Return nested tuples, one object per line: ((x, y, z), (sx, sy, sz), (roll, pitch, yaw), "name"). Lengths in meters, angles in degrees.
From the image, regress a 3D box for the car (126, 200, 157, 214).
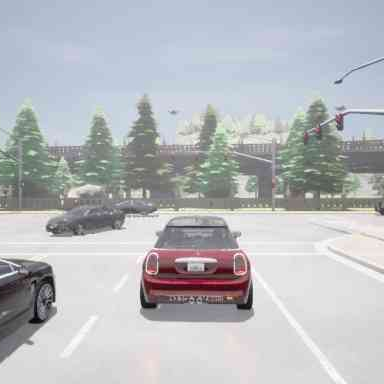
((-5.566, 1.439, 30.097), (4.902, 1.511, 2.128), (0, 0, 1), "car")

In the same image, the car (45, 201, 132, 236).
((-5.774, 1.488, 18.462), (1.837, 1.490, 4.892), (-2, -1, 28), "car")

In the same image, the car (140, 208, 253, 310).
((0.146, 1.352, 8.010), (2.097, 1.767, 4.553), (0, 0, 2), "car")

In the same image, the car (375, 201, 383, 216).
((19.465, 1.166, 29.714), (5.566, 2.045, 2.150), (0, 0, 1), "car")

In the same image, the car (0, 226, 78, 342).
((-3.434, 1.492, 4.259), (2.128, 1.511, 4.902), (0, 0, 0), "car")
